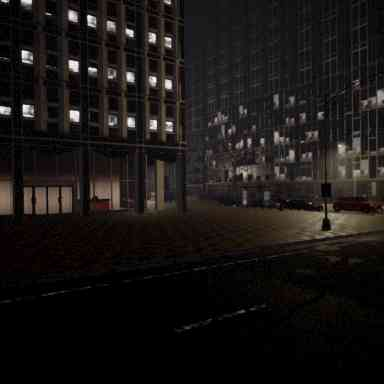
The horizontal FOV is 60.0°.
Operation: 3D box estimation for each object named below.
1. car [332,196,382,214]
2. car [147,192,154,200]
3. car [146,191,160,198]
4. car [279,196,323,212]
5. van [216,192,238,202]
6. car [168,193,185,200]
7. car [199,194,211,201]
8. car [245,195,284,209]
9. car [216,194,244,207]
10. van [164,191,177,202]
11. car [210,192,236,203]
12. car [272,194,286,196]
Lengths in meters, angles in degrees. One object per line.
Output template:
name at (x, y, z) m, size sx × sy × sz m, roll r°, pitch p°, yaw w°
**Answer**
car at (16.891, 1.206, 34.084) m, size 2.097 × 1.767 × 4.553 m, roll -1°, pitch 1°, yaw -35°
car at (-10.286, 1.039, 69.098) m, size 2.008 × 1.369 × 4.403 m, roll 0°, pitch 1°, yaw -34°
car at (-9.813, 0.685, 83.209) m, size 1.967 × 1.590 × 4.097 m, roll 0°, pitch 1°, yaw -34°
car at (12.132, 1.423, 36.230) m, size 1.947 × 1.339 × 4.313 m, roll 0°, pitch 1°, yaw -34°
van at (6.275, 0.855, 59.783) m, size 1.690 × 1.788 × 3.998 m, roll 0°, pitch 1°, yaw -34°
car at (-3.377, 0.935, 73.842) m, size 1.802 × 1.307 × 4.206 m, roll 0°, pitch 1°, yaw -34°
car at (3.058, 1.043, 64.471) m, size 1.802 × 1.307 × 4.206 m, roll 0°, pitch 1°, yaw -34°
car at (8.928, 1.387, 40.927) m, size 1.802 × 1.307 × 4.206 m, roll 0°, pitch 1°, yaw -34°
car at (5.758, 1.319, 45.644) m, size 1.947 × 1.339 × 4.313 m, roll 0°, pitch 1°, yaw -34°
van at (-3.850, 0.937, 59.725) m, size 1.690 × 1.788 × 3.998 m, roll 0°, pitch 1°, yaw -34°
car at (5.438, 1.175, 50.783) m, size 1.837 × 1.490 × 4.892 m, roll -1°, pitch 1°, yaw -34°
car at (11.295, 1.117, 42.234) m, size 2.097 × 1.767 × 4.553 m, roll -1°, pitch 1°, yaw -34°
